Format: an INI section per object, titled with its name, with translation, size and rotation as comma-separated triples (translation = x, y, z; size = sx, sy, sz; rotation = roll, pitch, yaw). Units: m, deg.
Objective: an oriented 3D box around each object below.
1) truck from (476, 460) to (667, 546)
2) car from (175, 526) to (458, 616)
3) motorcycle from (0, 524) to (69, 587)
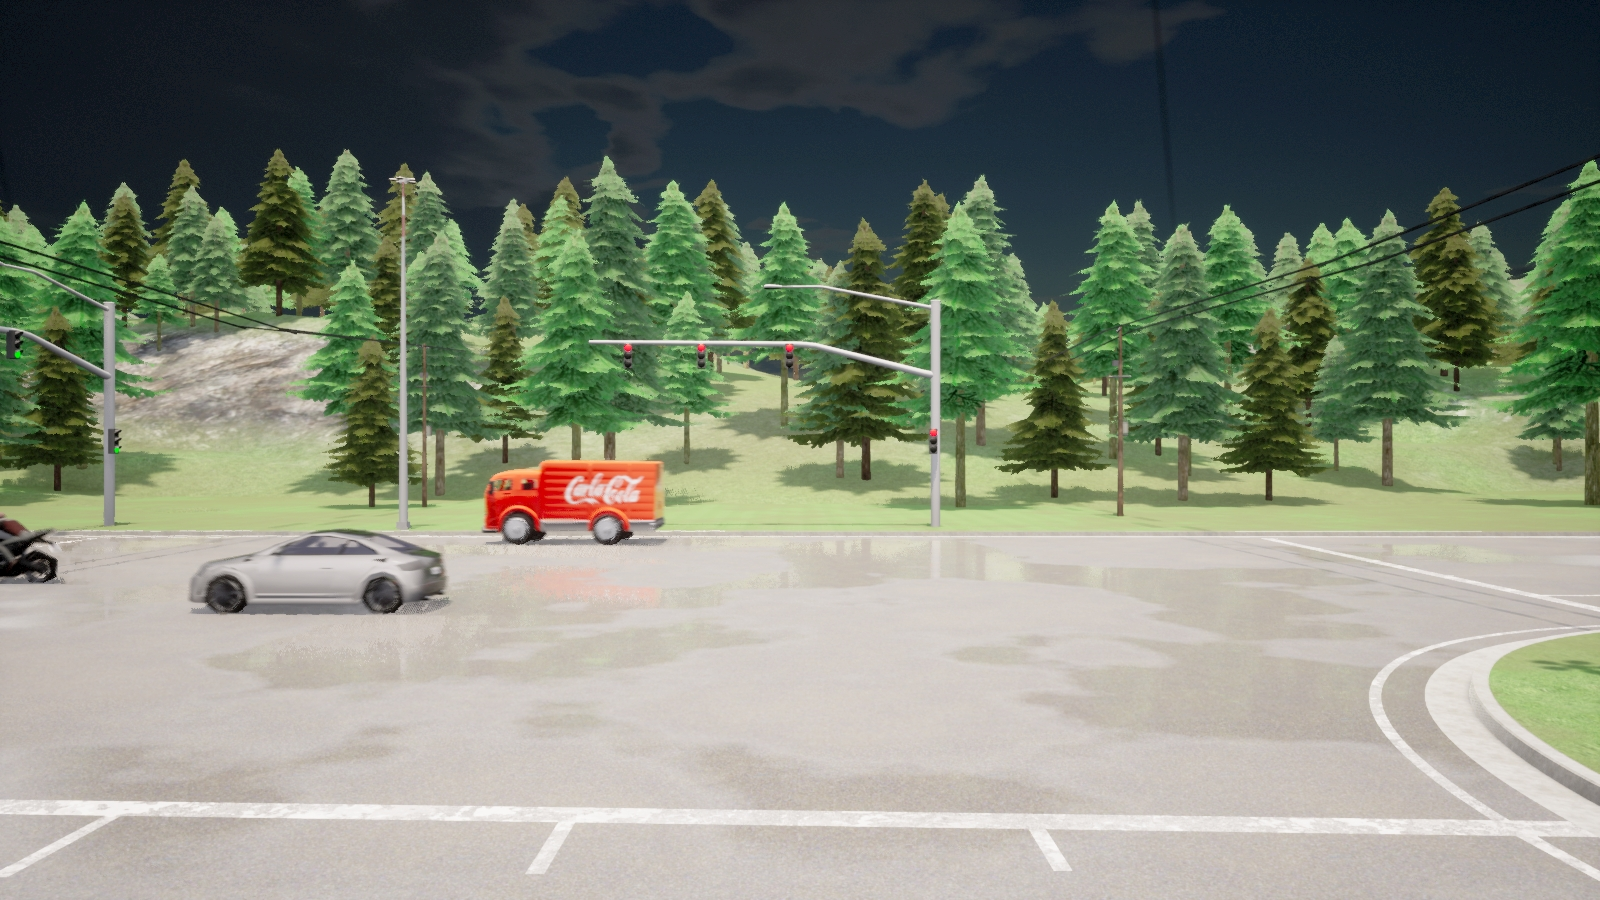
[truck]
translation = -6.755, 1.545, 34.277
size = 5.204, 2.467, 2.627
rotation = 0, 0, 0
[car]
translation = -8.462, 2.105, 20.287
size = 4.181, 1.385, 1.994
rotation = 0, 0, 0
[motorcycle]
translation = -16.622, 2.189, 23.837
size = 2.209, 1.251, 0.867
rotation = 0, 0, 0
